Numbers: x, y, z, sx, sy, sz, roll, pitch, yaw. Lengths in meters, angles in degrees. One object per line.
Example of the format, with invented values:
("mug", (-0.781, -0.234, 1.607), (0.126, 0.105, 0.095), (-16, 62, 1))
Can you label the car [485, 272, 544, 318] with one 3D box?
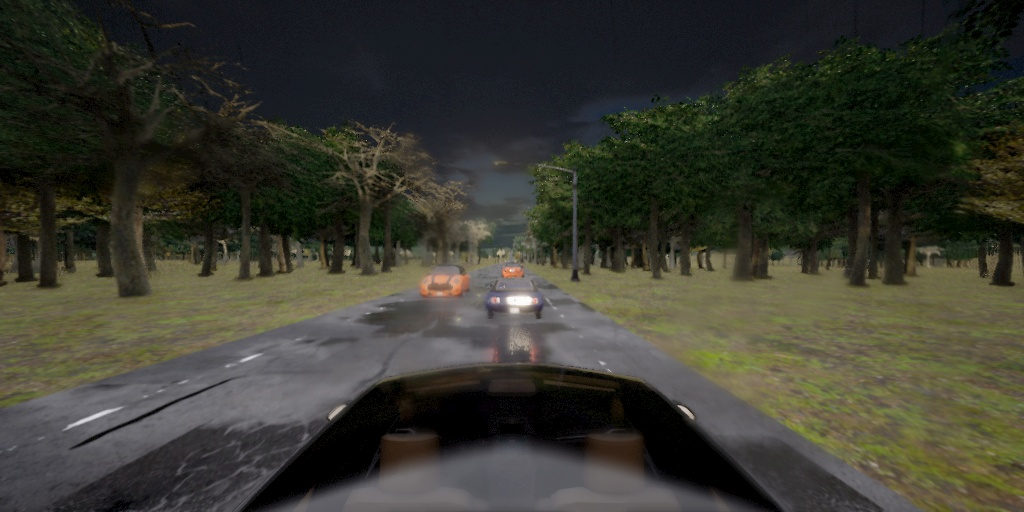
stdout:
("car", (0.093, 1.456, 13.463), (1.895, 1.301, 4.718), (0, -1, 0))

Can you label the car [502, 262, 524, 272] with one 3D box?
("car", (0.091, 1.402, 35.814), (2.097, 1.767, 4.553), (0, 0, 0))

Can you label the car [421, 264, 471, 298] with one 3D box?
("car", (-3.504, 1.262, 19.640), (2.097, 1.767, 4.553), (0, -1, 0))
